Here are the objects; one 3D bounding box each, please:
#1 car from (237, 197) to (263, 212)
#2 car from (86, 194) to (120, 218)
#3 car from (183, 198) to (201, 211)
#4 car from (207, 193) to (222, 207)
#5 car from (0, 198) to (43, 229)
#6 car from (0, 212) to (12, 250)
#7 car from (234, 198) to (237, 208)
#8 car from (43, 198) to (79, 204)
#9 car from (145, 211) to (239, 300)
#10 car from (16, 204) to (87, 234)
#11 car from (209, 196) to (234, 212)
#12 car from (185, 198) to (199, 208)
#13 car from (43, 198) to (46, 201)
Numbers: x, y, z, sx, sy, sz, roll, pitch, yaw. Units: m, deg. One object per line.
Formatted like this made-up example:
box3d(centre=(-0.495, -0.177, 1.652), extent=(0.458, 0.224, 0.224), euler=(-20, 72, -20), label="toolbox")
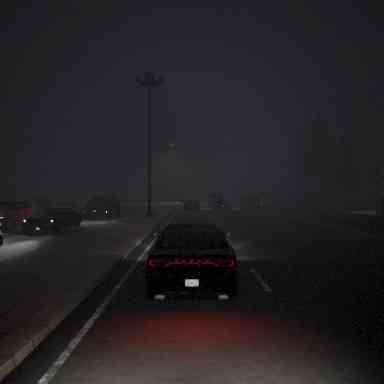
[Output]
box3d(centre=(6.984, 1.352, 39.439), extent=(2.097, 1.767, 4.553), euler=(0, 0, 0), label="car")
box3d(centre=(-8.013, 1.221, 30.142), extent=(2.150, 2.045, 5.566), euler=(0, 0, 0), label="car")
box3d(centre=(-0.016, 1.491, 39.049), extent=(2.128, 1.511, 4.902), euler=(0, 0, 0), label="car")
box3d(centre=(3.479, 1.221, 49.501), extent=(2.150, 2.045, 5.566), euler=(0, 0, 0), label="car")
box3d(centre=(-11.526, 1.352, 20.659), extent=(2.097, 1.767, 4.553), euler=(0, 0, 0), label="car")
box3d(centre=(-8.082, 1.564, 10.817), extent=(1.994, 1.385, 4.181), euler=(0, 0, 0), label="car")
box3d(centre=(6.979, 1.547, 49.472), extent=(2.033, 1.411, 5.357), euler=(0, 0, 0), label="car")
box3d(centre=(-11.513, 1.526, 30.579), extent=(1.812, 1.442, 4.674), euler=(0, 0, 0), label="car")
box3d(centre=(-0.004, 1.478, 8.439), extent=(1.882, 1.535, 5.008), euler=(0, 0, 0), label="car")
box3d(centre=(-8.037, 1.601, 19.571), extent=(1.895, 1.301, 4.718), euler=(0, 0, 1), label="car")
box3d(centre=(3.484, 1.564, 39.467), extent=(1.994, 1.385, 4.181), euler=(0, 0, 0), label="car")
box3d(centre=(-0.021, 1.601, 49.500), extent=(1.895, 1.301, 4.718), euler=(0, 0, 0), label="car")
box3d(centre=(-15.013, 1.352, 31.494), extent=(2.097, 1.767, 4.553), euler=(0, 0, 0), label="car")
